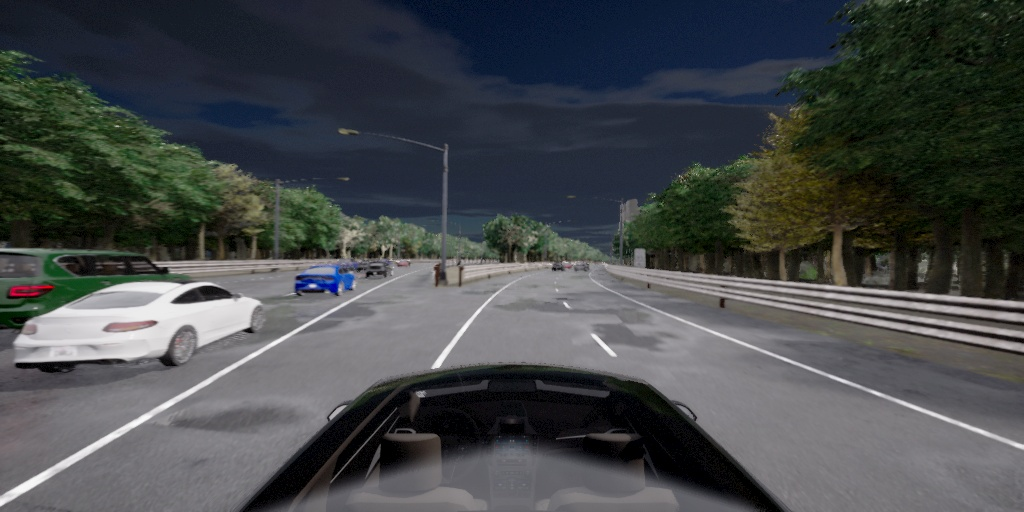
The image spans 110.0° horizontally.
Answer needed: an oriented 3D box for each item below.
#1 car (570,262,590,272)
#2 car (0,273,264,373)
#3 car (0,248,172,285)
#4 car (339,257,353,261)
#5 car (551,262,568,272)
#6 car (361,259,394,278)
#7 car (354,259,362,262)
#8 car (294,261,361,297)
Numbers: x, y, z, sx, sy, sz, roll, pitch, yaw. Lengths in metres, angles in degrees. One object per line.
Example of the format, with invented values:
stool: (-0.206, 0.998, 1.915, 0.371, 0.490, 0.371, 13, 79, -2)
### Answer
car: (11.240, 1.836, 58.884, 2.128, 1.511, 4.902, 1, 0, 14)
car: (-6.917, 1.210, 7.343, 1.812, 1.442, 4.674, 1, -1, -14)
car: (-10.906, 0.854, 9.334, 2.150, 2.045, 5.566, 1, 0, -13)
car: (-21.673, 1.071, 47.616, 2.097, 1.767, 4.553, 1, 0, -8)
car: (7.647, 1.795, 58.962, 1.837, 1.490, 4.892, 1, 0, 14)
car: (-12.507, 1.290, 34.033, 1.837, 1.490, 4.892, 1, 0, -10)
car: (-17.653, 1.269, 44.314, 1.837, 1.490, 4.892, 1, -1, -9)
car: (-9.472, 1.206, 18.551, 1.882, 1.535, 5.008, 1, 0, -12)
